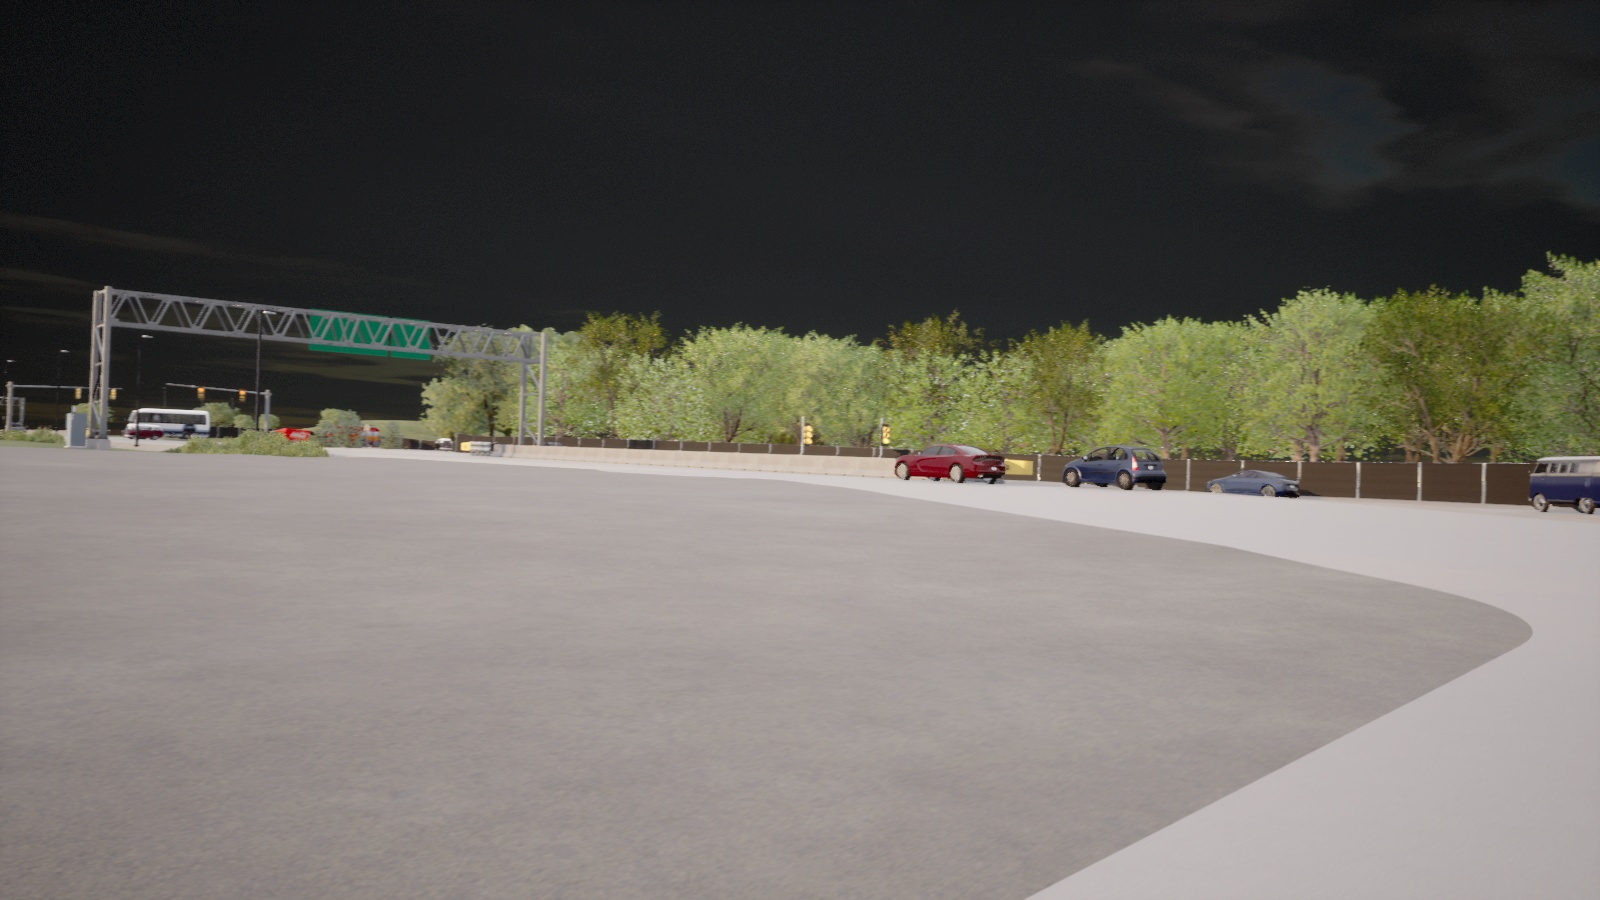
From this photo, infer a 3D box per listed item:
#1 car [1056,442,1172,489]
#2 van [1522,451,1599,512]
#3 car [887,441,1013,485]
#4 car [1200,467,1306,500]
[{"bbox_3d":[11.588,0.549,46.562,1.851,1.617,3.988,0,1,-31],"label":"car"},{"bbox_3d":[27.049,1.096,43.239,1.775,1.987,4.442,1,-1,-1],"label":"van"},{"bbox_3d":[5.740,0.473,48.713,1.882,1.535,5.008,2,-1,-37],"label":"car"},{"bbox_3d":[20.959,1.519,58.187,1.994,1.385,4.181,2,-1,-39],"label":"car"}]
